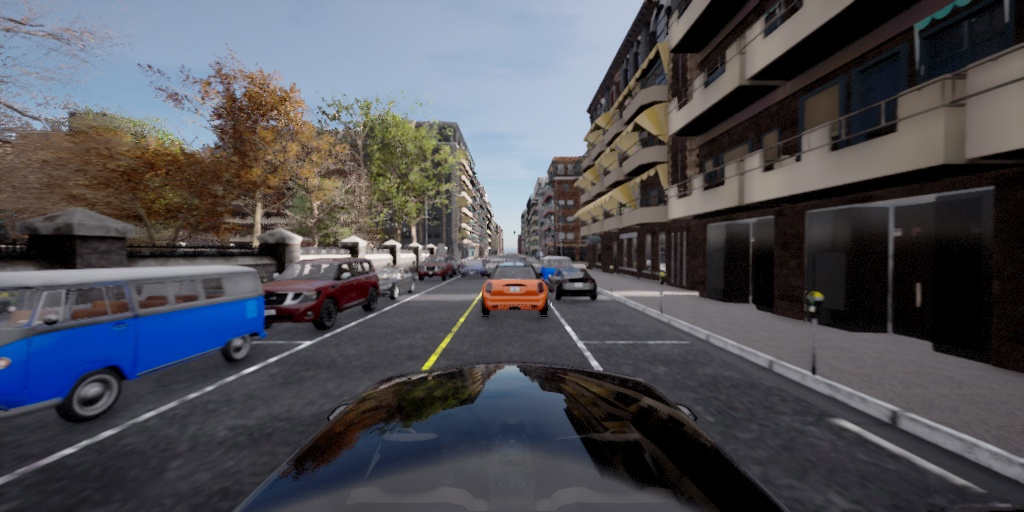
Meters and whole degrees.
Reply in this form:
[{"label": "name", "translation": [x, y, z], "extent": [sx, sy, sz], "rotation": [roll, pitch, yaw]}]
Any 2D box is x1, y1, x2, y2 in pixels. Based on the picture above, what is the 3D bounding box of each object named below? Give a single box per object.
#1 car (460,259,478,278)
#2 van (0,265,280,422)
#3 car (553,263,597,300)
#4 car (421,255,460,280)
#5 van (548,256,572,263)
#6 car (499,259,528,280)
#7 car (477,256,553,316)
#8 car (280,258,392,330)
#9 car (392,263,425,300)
[{"label": "car", "translation": [-3.101, 1.029, 29.854], "extent": [1.812, 1.442, 4.674], "rotation": [0, 0, 0]}, {"label": "van", "translation": [-5.690, 1.058, 5.417], "extent": [1.690, 1.789, 3.998], "rotation": [0, 0, 0]}, {"label": "car", "translation": [2.689, 1.185, 16.489], "extent": [1.948, 1.339, 4.313], "rotation": [0, 0, 0]}, {"label": "car", "translation": [-5.692, 0.838, 27.558], "extent": [2.192, 1.841, 5.009], "rotation": [0, 0, 0]}, {"label": "van", "translation": [2.689, 0.912, 22.024], "extent": [1.690, 1.789, 3.998], "rotation": [0, 0, 0]}, {"label": "car", "translation": [0.091, 1.002, 28.996], "extent": [2.128, 1.511, 4.902], "rotation": [0, 0, 0]}, {"label": "car", "translation": [0.089, 1.002, 12.945], "extent": [2.097, 1.767, 4.553], "rotation": [0, 0, 0]}, {"label": "car", "translation": [-5.691, 0.983, 10.952], "extent": [2.192, 1.841, 5.009], "rotation": [0, 0, 0]}, {"label": "car", "translation": [-5.691, 1.170, 16.487], "extent": [2.007, 1.370, 4.403], "rotation": [0, 0, 0]}]
